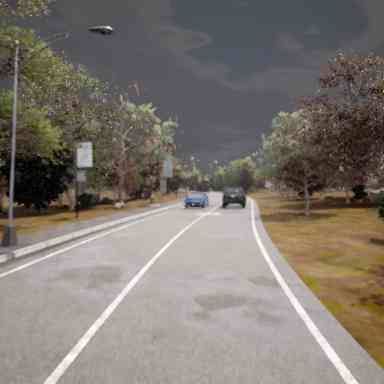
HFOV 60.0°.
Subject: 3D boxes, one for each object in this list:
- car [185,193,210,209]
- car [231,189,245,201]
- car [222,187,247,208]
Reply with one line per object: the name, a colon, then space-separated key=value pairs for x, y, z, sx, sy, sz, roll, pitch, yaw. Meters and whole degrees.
car: x=0.565 y=0.805 z=32.478 sx=1.882 sy=1.535 sz=5.008 roll=0 pitch=1 yaw=10
car: x=6.484 y=0.378 z=46.772 sx=1.882 sy=1.535 sz=5.008 roll=0 pitch=1 yaw=8
car: x=4.209 y=0.463 z=32.962 sx=2.150 sy=2.045 sz=5.566 roll=0 pitch=1 yaw=10
